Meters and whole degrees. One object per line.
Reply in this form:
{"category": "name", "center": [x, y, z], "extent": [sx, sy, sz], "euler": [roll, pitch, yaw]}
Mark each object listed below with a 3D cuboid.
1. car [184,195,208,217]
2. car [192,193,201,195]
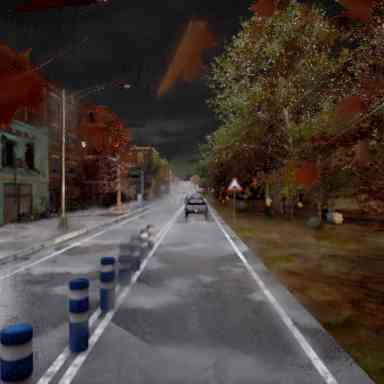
{"category": "car", "center": [0.367, 1.296, 28.604], "extent": [2.128, 1.511, 4.902], "euler": [0, 0, 1]}
{"category": "car", "center": [0.706, 0.950, 52.627], "extent": [2.097, 1.767, 4.553], "euler": [0, 0, 1]}
